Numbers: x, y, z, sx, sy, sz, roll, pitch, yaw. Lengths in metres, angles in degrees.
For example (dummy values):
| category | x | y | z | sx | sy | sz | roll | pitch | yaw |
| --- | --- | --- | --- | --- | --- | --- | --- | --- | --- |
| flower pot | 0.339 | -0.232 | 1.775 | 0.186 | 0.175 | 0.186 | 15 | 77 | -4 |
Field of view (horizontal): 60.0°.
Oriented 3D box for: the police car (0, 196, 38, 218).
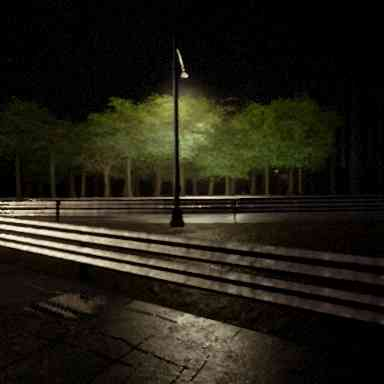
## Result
| category | x | y | z | sx | sy | sz | roll | pitch | yaw |
| --- | --- | --- | --- | --- | --- | --- | --- | --- | --- |
| police car | -14.676 | 1.131 | 25.879 | 5.238 | 1.638 | 1.930 | 0 | 0 | 10 |
